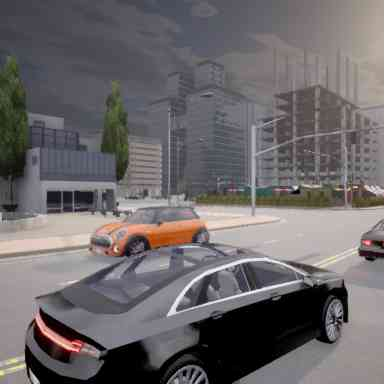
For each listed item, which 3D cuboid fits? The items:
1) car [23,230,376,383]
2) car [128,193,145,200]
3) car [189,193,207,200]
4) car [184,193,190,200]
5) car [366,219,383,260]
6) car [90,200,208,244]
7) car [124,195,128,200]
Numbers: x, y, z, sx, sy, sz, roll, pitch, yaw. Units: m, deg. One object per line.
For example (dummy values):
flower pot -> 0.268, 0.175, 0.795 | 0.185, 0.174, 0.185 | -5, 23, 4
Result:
car -> 0.401, 1.492, 4.617 | 4.902, 1.511, 2.128 | 0, 0, -41
car -> -14.426, 1.156, 90.016 | 1.905, 1.878, 3.866 | 0, 0, 43
car -> 1.916, 1.395, 74.523 | 1.970, 1.475, 3.806 | 0, 0, 43
car -> -0.175, 1.156, 76.525 | 1.905, 1.878, 3.866 | 0, 0, 43
car -> 7.324, 1.547, 11.326 | 2.033, 1.411, 5.357 | 0, 0, 43
car -> -1.473, 1.352, 12.490 | 4.553, 1.767, 2.097 | 0, 0, -44
car -> -16.487, 1.153, 92.049 | 1.932, 1.855, 4.605 | 0, 0, 43
